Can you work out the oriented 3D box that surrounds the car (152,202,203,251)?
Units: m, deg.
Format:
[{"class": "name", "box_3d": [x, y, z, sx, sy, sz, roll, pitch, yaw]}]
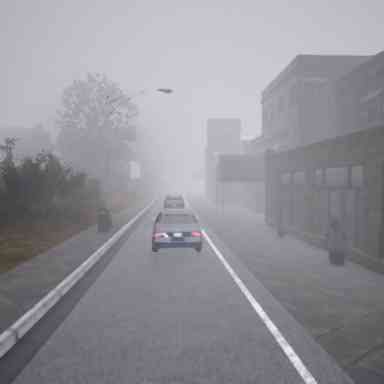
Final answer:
[{"class": "car", "box_3d": [-0.623, 1.389, 13.374, 2.033, 1.411, 5.357, 0, 1, -4]}]

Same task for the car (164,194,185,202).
[{"class": "car", "box_3d": [-1.647, 0.897, 31.220, 2.128, 1.511, 4.902, 0, 2, -3]}]
